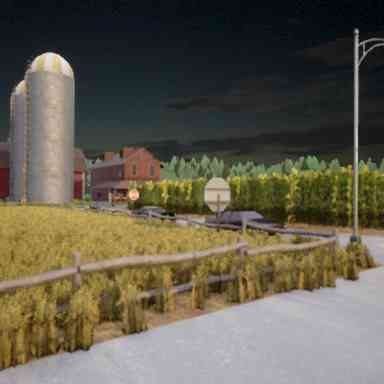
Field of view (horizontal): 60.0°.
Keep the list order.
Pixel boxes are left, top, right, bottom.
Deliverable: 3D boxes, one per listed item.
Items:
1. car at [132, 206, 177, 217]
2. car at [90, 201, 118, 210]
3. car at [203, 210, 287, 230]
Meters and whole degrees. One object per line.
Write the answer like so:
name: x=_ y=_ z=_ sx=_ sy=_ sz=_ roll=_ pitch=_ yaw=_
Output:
car: x=-3.125 y=1.853 z=27.270 sx=1.895 sy=1.301 sz=4.718 roll=1 pitch=-1 yaw=-36
car: x=-9.724 y=1.758 z=36.498 sx=2.128 sy=1.511 sz=4.902 roll=1 pitch=0 yaw=-35
car: x=2.842 y=1.741 z=18.994 sx=2.033 sy=1.411 sz=5.357 roll=1 pitch=-1 yaw=-36
